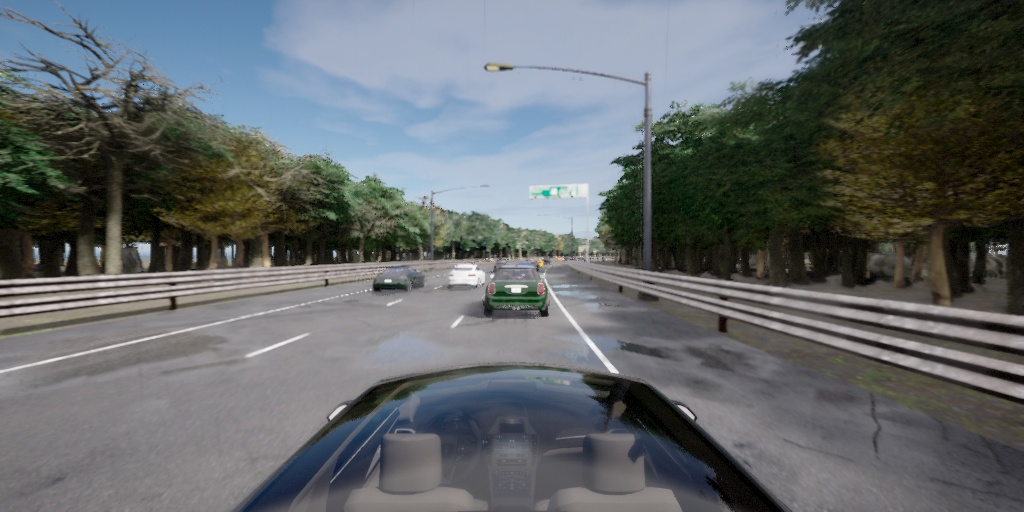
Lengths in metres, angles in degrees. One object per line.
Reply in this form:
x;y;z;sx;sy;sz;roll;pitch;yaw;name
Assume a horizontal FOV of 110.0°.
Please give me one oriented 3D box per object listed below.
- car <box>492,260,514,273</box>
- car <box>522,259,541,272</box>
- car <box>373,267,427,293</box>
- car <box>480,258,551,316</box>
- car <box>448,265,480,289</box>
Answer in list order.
-1.081;1.231;44.891;2.128;1.511;4.902;0;0;6;car
2.598;1.237;47.034;2.128;1.511;4.902;0;0;6;car
-6.424;1.299;20.910;1.994;1.385;4.181;0;0;3;car
0.201;1.102;13.481;2.097;1.767;4.553;0;0;2;car
-2.821;1.269;22.818;1.812;1.442;4.674;0;0;3;car
